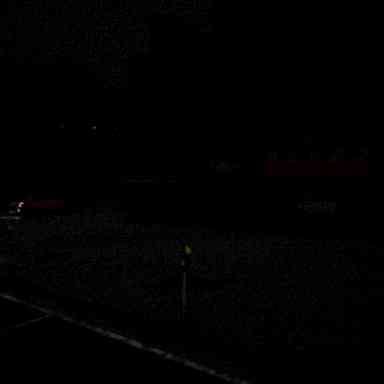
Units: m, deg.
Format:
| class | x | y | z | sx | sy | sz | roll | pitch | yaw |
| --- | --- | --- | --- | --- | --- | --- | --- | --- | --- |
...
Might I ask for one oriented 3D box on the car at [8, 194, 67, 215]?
| class | x | y | z | sx | sy | sz | roll | pitch | yaw |
| --- | --- | --- | --- | --- | --- | --- | --- | --- | --- |
| car | -13.201 | 0.964 | 28.503 | 2.097 | 1.767 | 4.553 | 1 | 2 | 35 |
